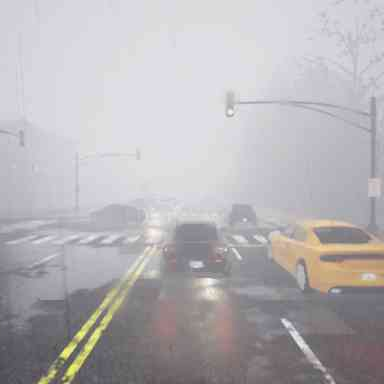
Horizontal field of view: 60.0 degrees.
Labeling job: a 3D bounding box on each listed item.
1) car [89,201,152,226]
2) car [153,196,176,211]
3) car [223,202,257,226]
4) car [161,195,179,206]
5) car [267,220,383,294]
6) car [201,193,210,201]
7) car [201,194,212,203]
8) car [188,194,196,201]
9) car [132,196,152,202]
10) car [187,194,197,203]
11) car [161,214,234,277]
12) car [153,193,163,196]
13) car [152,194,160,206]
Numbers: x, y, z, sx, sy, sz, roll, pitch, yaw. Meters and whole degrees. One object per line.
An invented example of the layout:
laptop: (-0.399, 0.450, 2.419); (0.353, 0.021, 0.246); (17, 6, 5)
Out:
car: (-5.268, 1.525, 23.394); (4.674, 1.442, 1.812); (0, -1, 38)
car: (-3.336, 1.522, 40.700); (1.812, 1.442, 4.674); (0, 0, 0)
car: (3.353, 1.504, 23.513); (1.837, 1.490, 4.892); (0, 0, 0)
car: (-3.328, 1.520, 50.749); (1.812, 1.442, 4.674); (0, 0, 1)
car: (3.352, 1.478, 8.791); (1.882, 1.535, 5.008); (0, 0, 0)
car: (3.253, 1.173, 80.884); (2.097, 1.767, 4.553); (0, 0, 0)
car: (3.252, 1.521, 70.496); (2.033, 1.411, 5.357); (0, 0, 0)
car: (0.003, 1.296, 80.914); (1.882, 1.535, 5.008); (0, 0, 0)
car: (-6.585, 1.474, 41.376); (1.882, 1.535, 5.008); (0, 0, 0)
car: (0.002, 1.577, 70.943); (1.895, 1.301, 4.718); (0, 0, 0)
car: (0.099, 1.526, 10.079); (1.812, 1.442, 4.674); (0, 0, 0)
car: (-6.497, 1.213, 62.378); (2.150, 2.045, 5.566); (0, 0, 0)
car: (-6.568, 1.471, 51.756); (1.882, 1.535, 5.008); (0, 0, 0)
